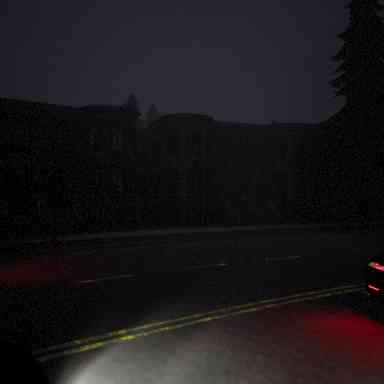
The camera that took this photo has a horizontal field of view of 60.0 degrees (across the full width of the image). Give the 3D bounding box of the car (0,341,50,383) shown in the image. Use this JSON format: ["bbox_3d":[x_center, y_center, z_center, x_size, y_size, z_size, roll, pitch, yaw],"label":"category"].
[{"bbox_3d":[-3.293,1.547,1.235,5.357,1.411,2.033,0,0,-38],"label":"car"}]

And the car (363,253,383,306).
[{"bbox_3d":[5.464,1.492,6.218,4.902,1.511,2.128,0,0,-24],"label":"car"}]
